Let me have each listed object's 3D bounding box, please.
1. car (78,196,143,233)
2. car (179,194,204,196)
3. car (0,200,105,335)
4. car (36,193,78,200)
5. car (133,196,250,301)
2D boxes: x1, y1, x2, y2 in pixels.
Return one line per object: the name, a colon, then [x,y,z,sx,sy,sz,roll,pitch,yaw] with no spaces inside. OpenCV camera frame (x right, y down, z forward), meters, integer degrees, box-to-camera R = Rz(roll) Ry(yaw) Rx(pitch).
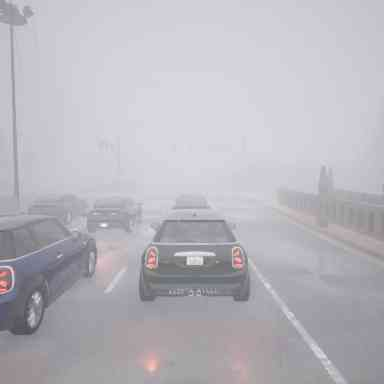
car: [-3.532,0.937,15.776,1.837,1.490,4.892,0,3,0]
car: [-0.040,0.820,17.357,1.882,1.535,5.008,0,3,0]
car: [-3.451,1.232,6.688,2.097,1.767,4.553,0,2,-1]
car: [-7.047,0.808,17.938,1.837,1.490,4.892,0,3,-1]
car: [0.037,1.184,8.125,2.097,1.767,4.553,0,2,0]
